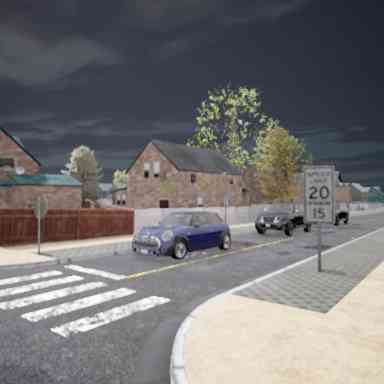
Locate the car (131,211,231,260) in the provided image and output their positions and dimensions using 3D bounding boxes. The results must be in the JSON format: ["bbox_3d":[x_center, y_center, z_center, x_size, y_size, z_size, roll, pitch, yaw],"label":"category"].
[{"bbox_3d":[-0.310,1.606,13.755,2.097,1.767,4.553,-1,-2,39],"label":"car"}]

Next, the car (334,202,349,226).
[{"bbox_3d":[12.838,1.962,30.702,2.150,2.045,5.566,-1,-2,38],"label":"car"}]

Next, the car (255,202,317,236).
[{"bbox_3d":[6.251,1.716,22.176,2.150,2.045,5.566,-1,-2,38],"label":"car"}]
